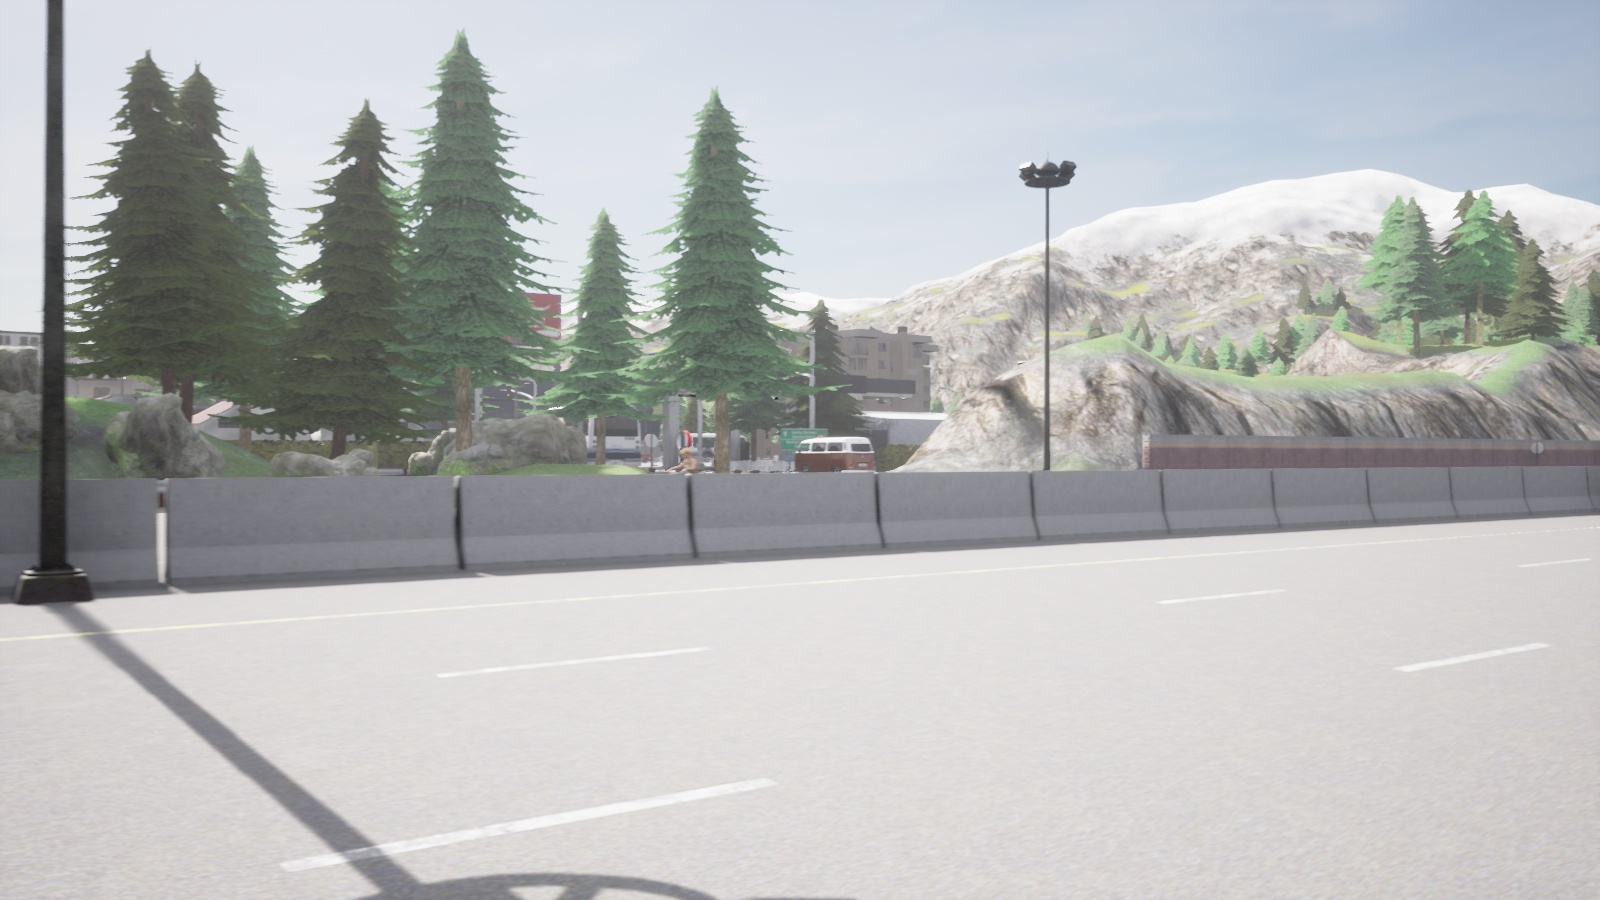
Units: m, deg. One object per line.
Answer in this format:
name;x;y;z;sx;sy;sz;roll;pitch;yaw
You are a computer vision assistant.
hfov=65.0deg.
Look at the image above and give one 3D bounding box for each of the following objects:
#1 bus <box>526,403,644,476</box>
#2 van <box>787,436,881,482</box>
bus;-13.600;-0.600;78.524;3.944;4.253;10.273;0;0;-30
van;1.535;0.412;58.487;2.069;2.038;4.480;0;0;-35
